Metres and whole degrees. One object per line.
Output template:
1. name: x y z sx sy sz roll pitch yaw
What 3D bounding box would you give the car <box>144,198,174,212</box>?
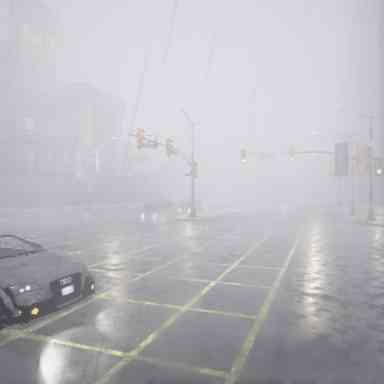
1. car: -3.817 1.478 38.931 1.882 1.535 5.008 0 0 23

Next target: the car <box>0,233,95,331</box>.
1. car: -4.064 1.556 6.591 4.181 1.385 1.994 0 0 21

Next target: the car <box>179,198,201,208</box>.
1. car: -0.245 1.601 48.501 1.895 1.301 4.718 0 0 21
